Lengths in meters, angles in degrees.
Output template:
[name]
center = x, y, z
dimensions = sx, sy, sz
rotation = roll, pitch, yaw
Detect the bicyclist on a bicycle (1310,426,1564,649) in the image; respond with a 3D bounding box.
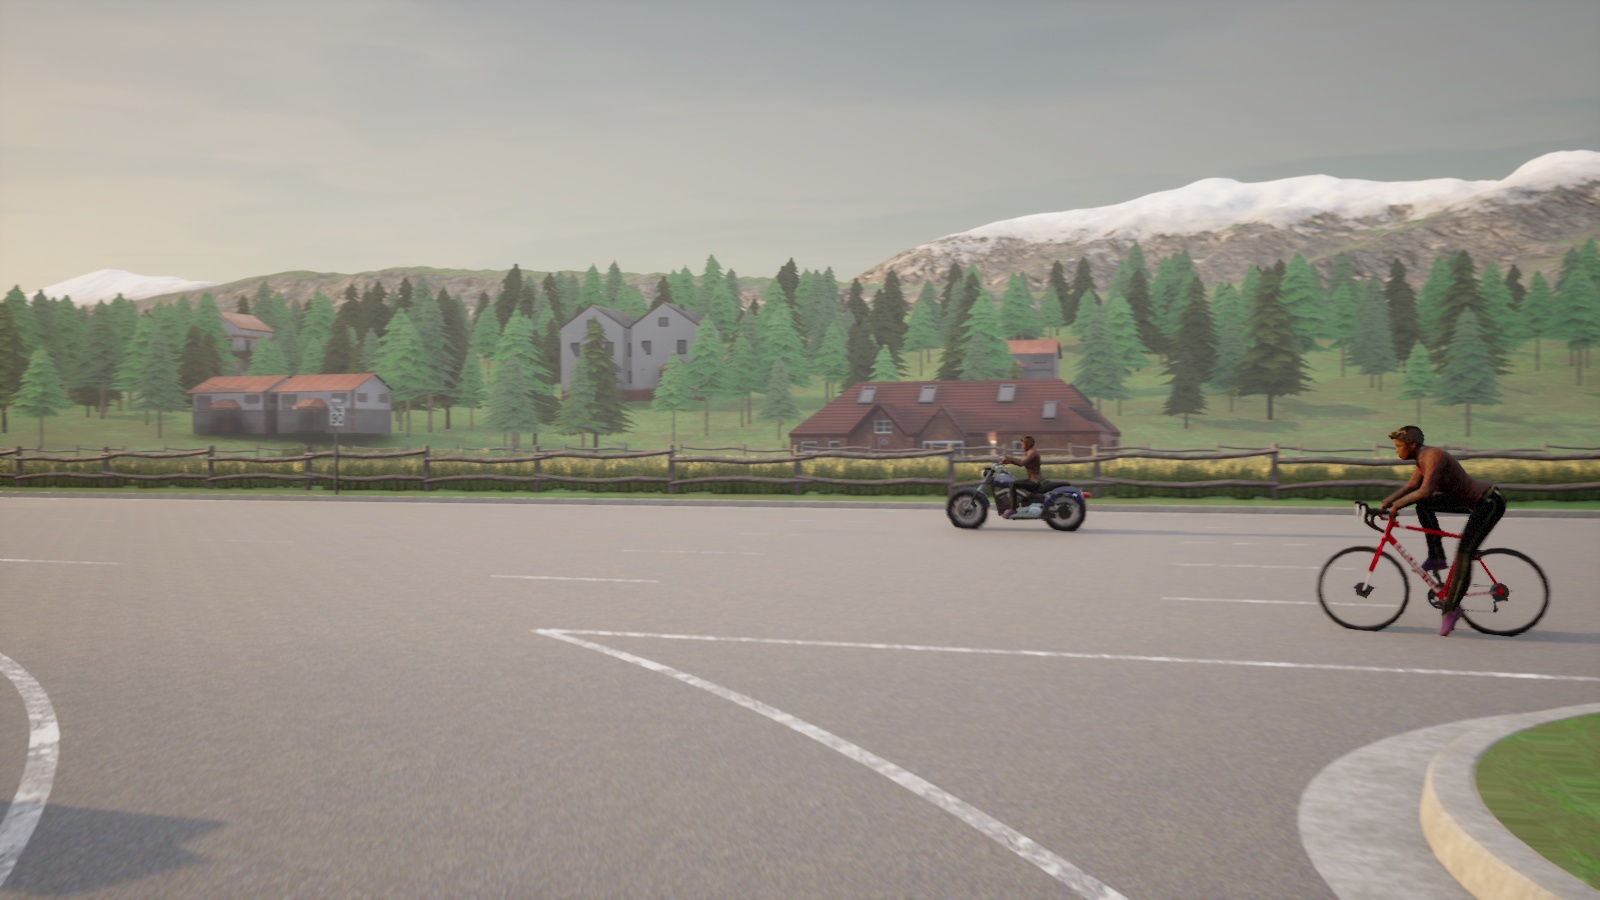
[bicyclist on a bicycle]
center = 4.844, 0.641, 9.652
dimensions = 1.656, 1.620, 0.582
rotation = 0, 0, 17

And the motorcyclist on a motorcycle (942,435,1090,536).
[motorcyclist on a motorcycle]
center = 3.618, 0.575, 21.036
dimensions = 2.350, 1.649, 0.766
rotation = 0, 0, 17
